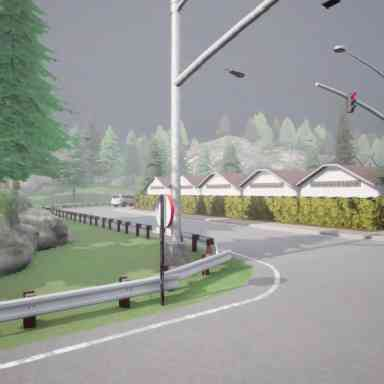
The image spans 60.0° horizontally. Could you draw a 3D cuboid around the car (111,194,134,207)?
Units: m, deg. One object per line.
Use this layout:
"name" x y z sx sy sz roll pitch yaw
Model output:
"car" -10.501 1.398 53.881 2.150 2.045 5.566 0 0 36
